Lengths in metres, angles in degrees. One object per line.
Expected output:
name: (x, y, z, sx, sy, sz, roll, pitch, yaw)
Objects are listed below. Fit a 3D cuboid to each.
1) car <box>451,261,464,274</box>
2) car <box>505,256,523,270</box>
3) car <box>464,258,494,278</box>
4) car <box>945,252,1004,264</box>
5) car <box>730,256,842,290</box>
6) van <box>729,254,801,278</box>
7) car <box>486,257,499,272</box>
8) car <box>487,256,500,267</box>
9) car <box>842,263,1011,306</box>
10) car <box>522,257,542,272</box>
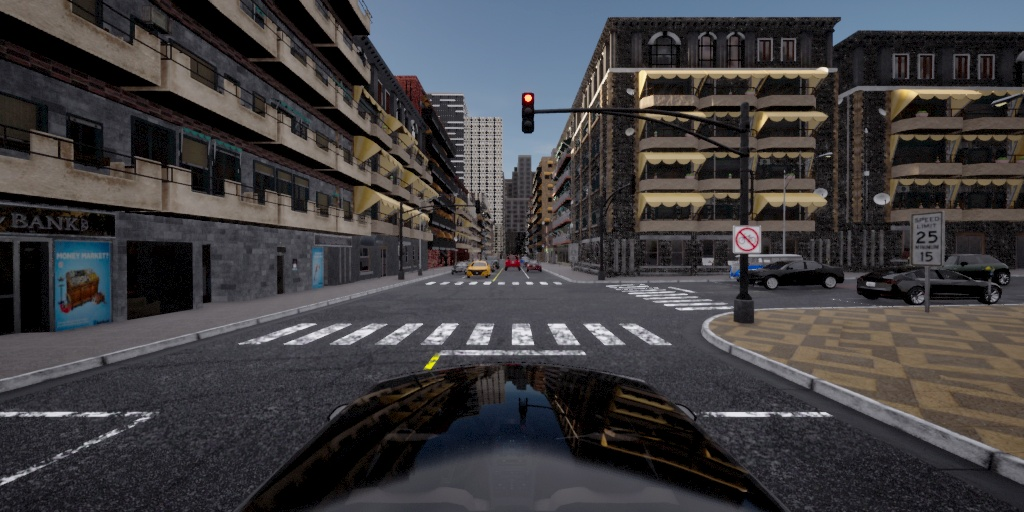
car: (-5.676, 1.305, 39.997, 2.007, 1.370, 4.403, 0, 0, 0)
car: (0.122, 0.983, 53.523, 2.150, 2.045, 5.566, 0, 0, 0)
car: (-3.088, 1.230, 34.057, 1.882, 1.535, 5.008, 0, 0, 0)
car: (23.919, 0.685, 19.619, 4.553, 1.767, 2.097, -1, 0, -1)
car: (15.068, 0.951, 19.501, 5.008, 1.535, 1.882, -1, 0, -1)
van: (15.662, 0.782, 22.104, 3.998, 1.789, 1.690, 0, 0, -1)
car: (-3.080, 1.249, 44.461, 2.128, 1.511, 4.902, 0, 0, 0)
car: (-3.067, 0.986, 55.075, 2.150, 2.045, 5.566, 0, 0, 0)
car: (15.777, 1.077, 13.725, 4.313, 1.339, 1.948, 0, 0, -1)
car: (2.706, 1.198, 45.516, 1.967, 1.591, 4.097, 0, 0, 0)
